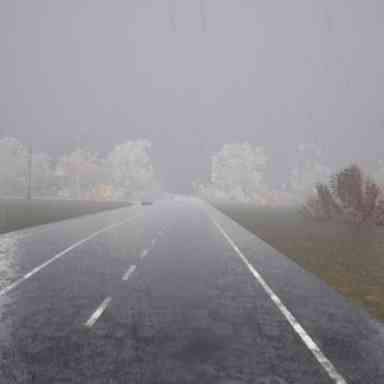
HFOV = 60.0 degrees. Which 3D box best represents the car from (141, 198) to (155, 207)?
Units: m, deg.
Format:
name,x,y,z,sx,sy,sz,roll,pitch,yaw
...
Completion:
name,x,y,z,sx,sy,sz,roll,pitch,yaw
car,-7.012,1.621,53.620,2.033,1.411,5.357,0,0,0
